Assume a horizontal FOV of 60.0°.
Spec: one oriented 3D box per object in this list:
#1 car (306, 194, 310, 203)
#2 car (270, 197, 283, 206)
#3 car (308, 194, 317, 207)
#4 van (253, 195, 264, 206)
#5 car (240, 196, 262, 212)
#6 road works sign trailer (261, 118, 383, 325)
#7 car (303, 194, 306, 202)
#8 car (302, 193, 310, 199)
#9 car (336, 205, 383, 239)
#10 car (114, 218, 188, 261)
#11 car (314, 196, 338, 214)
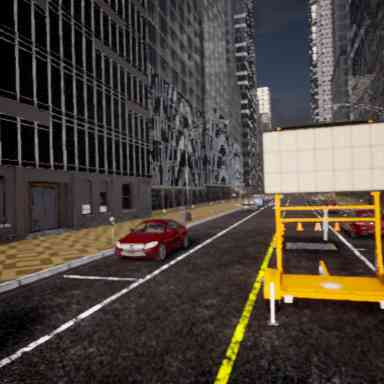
[{"bbox_3d":[18.143,1.282,48.555,2.008,1.369,4.403,-2,0,17],"label":"car"},{"bbox_3d":[13.092,1.433,51.507,1.812,1.442,4.674,-2,0,17],"label":"car"},{"bbox_3d":[16.500,1.304,43.105,2.008,1.369,4.403,-2,0,17],"label":"car"},{"bbox_3d":[10.119,1.340,50.979,1.690,1.788,3.998,-2,0,17],"label":"van"},{"bbox_3d":[6.838,1.592,40.078,2.008,1.369,4.403,-2,0,17],"label":"car"},{"bbox_3d":[2.679,0.423,6.715,2.380,3.560,2.880,-2,0,17],"label":"road works sign trailer"},{"bbox_3d":[21.427,1.121,59.455,1.967,1.590,4.097,-2,0,17],"label":"car"},{"bbox_3d":[29.648,1.091,86.705,1.887,1.381,4.507,-2,0,17],"label":"car"},{"bbox_3d":[8.282,1.424,15.854,1.802,1.307,4.206,-2,0,17],"label":"car"},{"bbox_3d":[-1.381,1.709,12.827,1.802,1.307,4.206,-2,0,17],"label":"car"},{"bbox_3d":[13.213,1.374,32.205,1.802,1.307,4.206,-2,0,17],"label":"car"}]
